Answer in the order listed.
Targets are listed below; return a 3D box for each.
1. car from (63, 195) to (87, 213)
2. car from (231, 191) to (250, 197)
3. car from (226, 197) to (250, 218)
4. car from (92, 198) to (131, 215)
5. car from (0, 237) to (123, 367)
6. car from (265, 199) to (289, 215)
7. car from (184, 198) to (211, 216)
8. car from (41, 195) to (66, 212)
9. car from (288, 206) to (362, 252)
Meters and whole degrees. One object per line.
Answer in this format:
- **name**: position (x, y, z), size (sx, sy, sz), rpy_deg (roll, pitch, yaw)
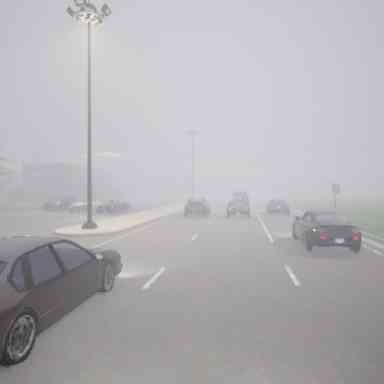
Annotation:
- **car**: position (-10.594, 1.278, 33.423), size (1.812, 1.442, 4.674), rpy_deg (0, 0, 9)
- **car**: position (6.278, 0.895, 43.055), size (2.150, 2.045, 5.566), rpy_deg (0, 0, 9)
- **car**: position (3.933, 1.389, 28.019), size (1.895, 1.301, 4.718), rpy_deg (0, 0, 9)
- **car**: position (-7.366, 1.366, 31.490), size (1.895, 1.301, 4.718), rpy_deg (0, 0, 9)
- **car**: position (-2.904, 1.504, 5.737), size (2.033, 1.411, 5.357), rpy_deg (0, 0, 7)
- **car**: position (7.984, 1.326, 31.267), size (1.994, 1.385, 4.181), rpy_deg (0, 0, 9)
- **car**: position (0.544, 1.275, 28.985), size (2.128, 1.511, 4.902), rpy_deg (0, 1, 9)
- **car**: position (-13.862, 1.091, 35.230), size (2.097, 1.767, 4.553), rpy_deg (0, 0, 9)
- **car**: position (5.227, 1.424, 13.293), size (1.812, 1.442, 4.674), rpy_deg (0, 0, 8)
